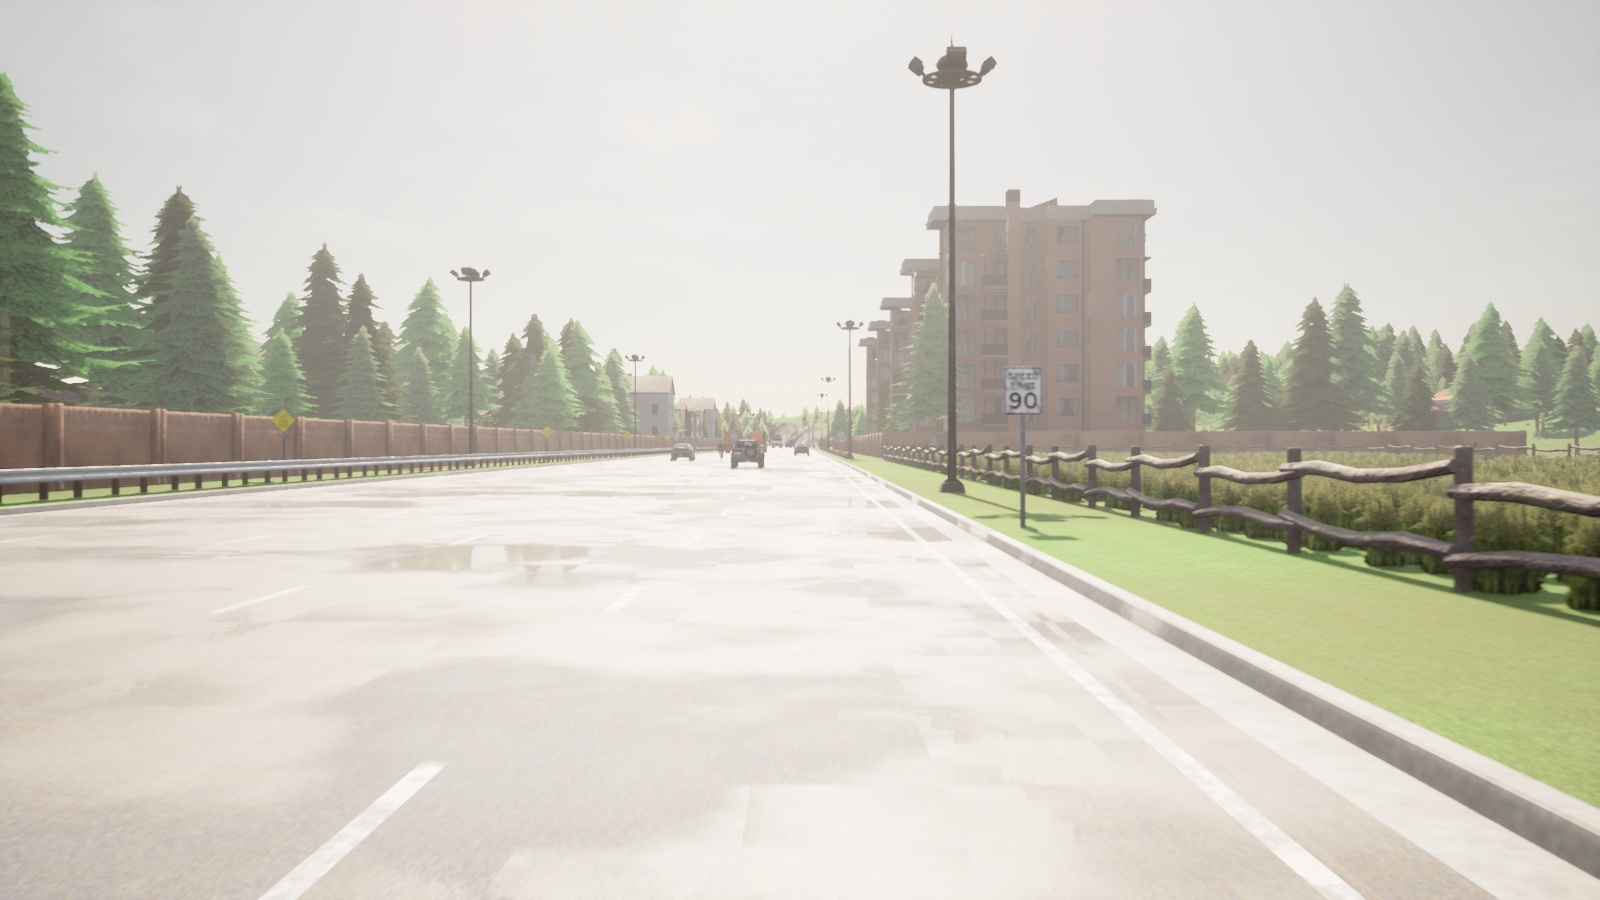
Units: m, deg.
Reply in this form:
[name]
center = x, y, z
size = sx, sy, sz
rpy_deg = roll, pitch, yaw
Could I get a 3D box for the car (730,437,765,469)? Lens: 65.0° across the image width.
[car]
center = -3.172, 0.153, 76.679
size = 1.932, 1.855, 4.605
rpy_deg = 0, 1, 0
